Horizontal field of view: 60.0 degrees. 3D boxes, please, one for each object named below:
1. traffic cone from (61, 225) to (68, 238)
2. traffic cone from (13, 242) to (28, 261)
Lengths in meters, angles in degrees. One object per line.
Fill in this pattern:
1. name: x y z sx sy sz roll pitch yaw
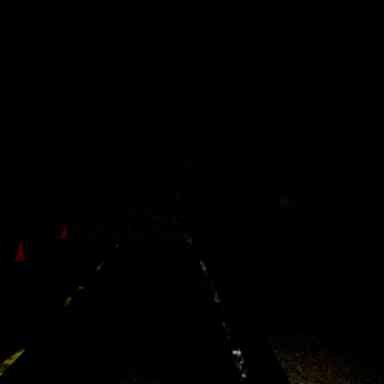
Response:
1. traffic cone: -5.931 1.834 15.474 0.340 0.580 0.340 0 0 -7
2. traffic cone: -5.454 1.874 10.588 0.340 0.580 0.340 0 1 -5
